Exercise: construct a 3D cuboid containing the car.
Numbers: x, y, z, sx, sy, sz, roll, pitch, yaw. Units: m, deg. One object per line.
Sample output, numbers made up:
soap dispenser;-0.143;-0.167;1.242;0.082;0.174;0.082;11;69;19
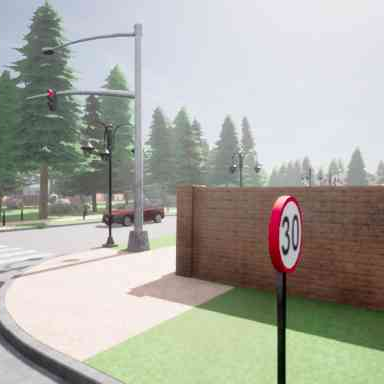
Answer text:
car;-3.973;1.463;23.129;1.882;1.535;5.008;0;0;35
